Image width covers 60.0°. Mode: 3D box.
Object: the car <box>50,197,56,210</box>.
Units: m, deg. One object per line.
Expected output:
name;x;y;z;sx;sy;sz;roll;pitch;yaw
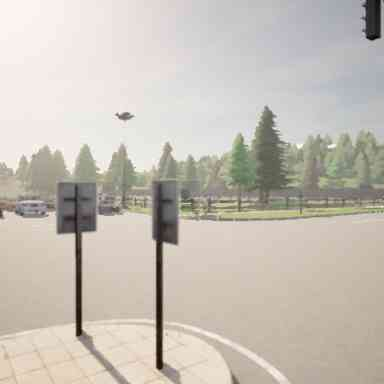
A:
car;-12.574;1.530;34.078;2.033;1.411;5.357;0;0;-36

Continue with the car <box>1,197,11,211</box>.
car;-21.831;1.463;40.922;1.882;1.535;5.008;0;0;-36

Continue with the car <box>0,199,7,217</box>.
car;-18.269;1.593;30.001;1.895;1.301;4.718;0;0;-36

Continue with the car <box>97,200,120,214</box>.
car;-9.672;1.525;36.044;2.033;1.411;5.357;0;0;-36

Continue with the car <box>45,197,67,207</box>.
car;-21.631;1.522;52.711;2.033;1.411;5.357;0;0;-35

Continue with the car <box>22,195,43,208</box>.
car;-23.854;1.332;49.766;2.097;1.767;4.553;0;0;-35

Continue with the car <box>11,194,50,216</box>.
car;-16.120;1.208;33.017;2.150;2.045;5.566;0;0;-35
